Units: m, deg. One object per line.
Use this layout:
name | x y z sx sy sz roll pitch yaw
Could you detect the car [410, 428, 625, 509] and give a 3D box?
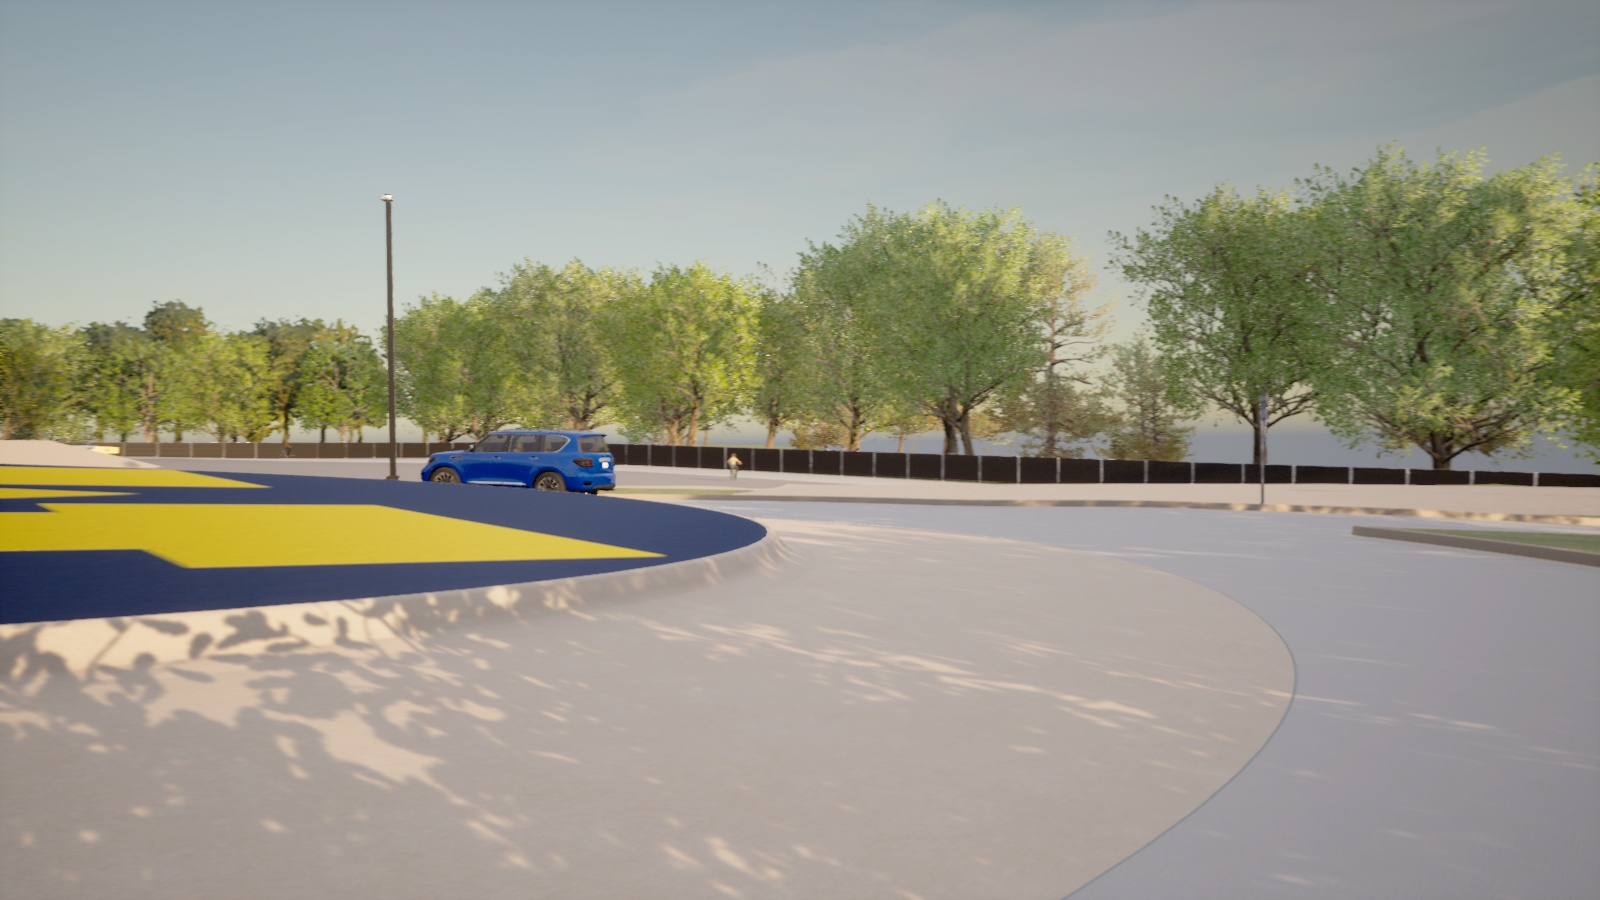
car | -7.951 0.465 35.438 5.566 2.045 2.150 2 1 18
